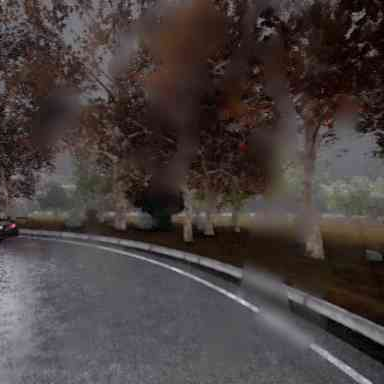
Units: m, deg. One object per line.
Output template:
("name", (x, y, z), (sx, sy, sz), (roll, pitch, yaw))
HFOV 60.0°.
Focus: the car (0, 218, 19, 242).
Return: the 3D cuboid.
("car", (-9.901, 1.474, 14.094), (5.357, 1.411, 2.033), (-1, 1, 22))
